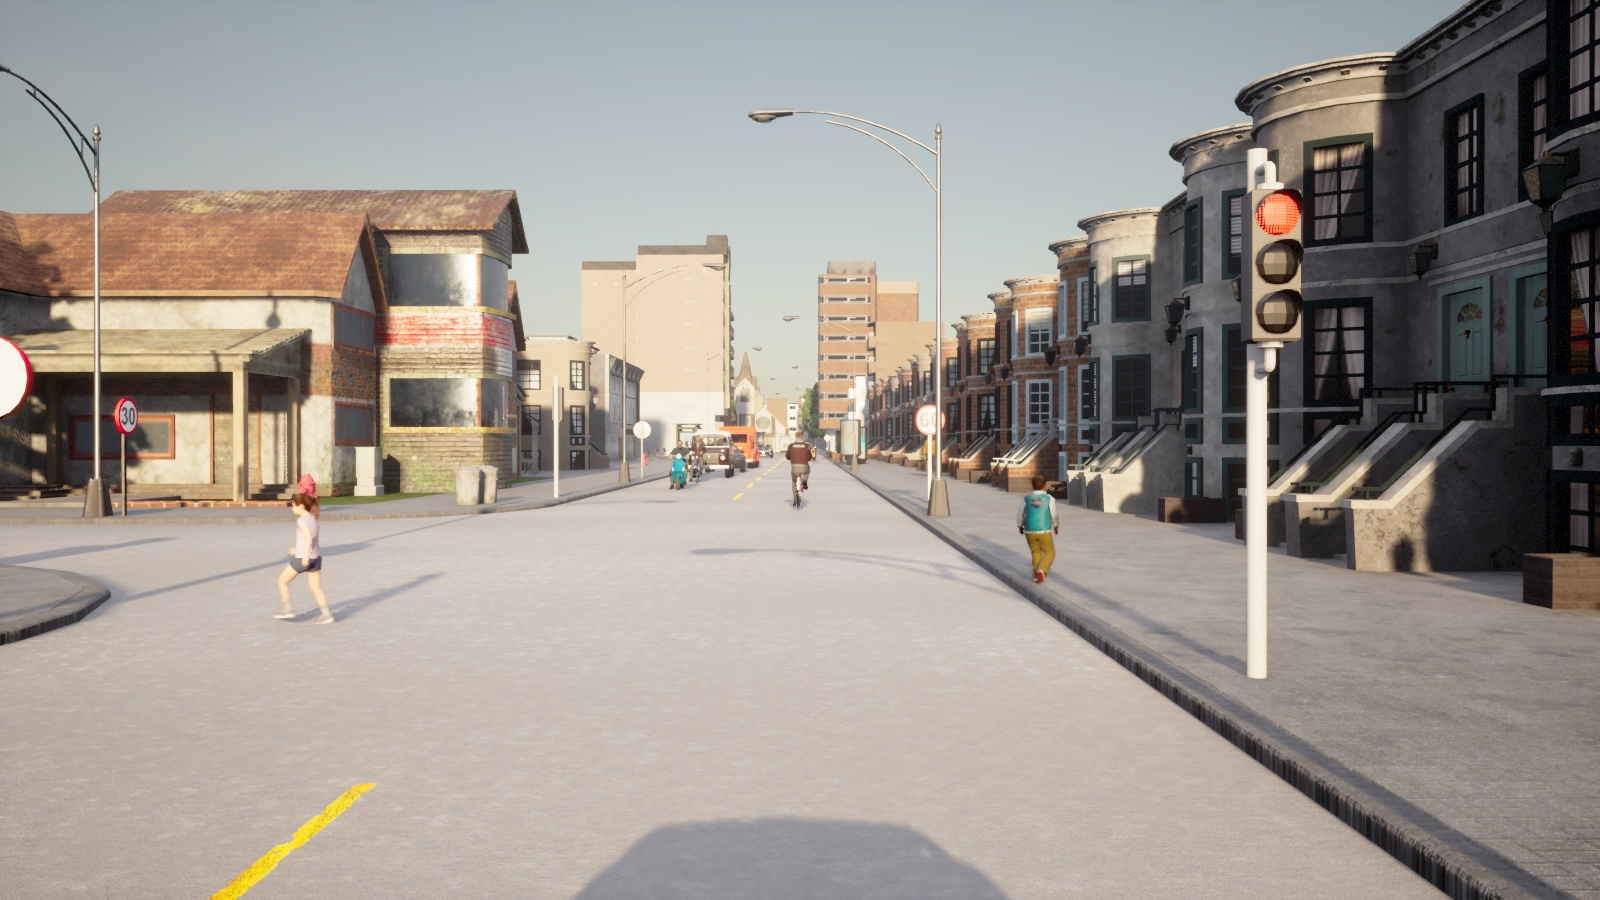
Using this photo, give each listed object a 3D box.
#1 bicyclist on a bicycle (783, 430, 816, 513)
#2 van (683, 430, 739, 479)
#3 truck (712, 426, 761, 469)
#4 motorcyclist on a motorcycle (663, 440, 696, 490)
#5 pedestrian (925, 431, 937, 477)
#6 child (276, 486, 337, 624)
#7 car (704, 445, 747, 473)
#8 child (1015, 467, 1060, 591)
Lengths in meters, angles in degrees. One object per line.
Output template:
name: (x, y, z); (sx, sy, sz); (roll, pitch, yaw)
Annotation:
bicyclist on a bicycle: (0.006, 0.458, 28.134); (0.659, 1.776, 1.843); (0, 1, 3)
van: (-3.807, 0.160, 54.387); (2.069, 2.038, 4.480); (0, 0, 0)
truck: (-3.732, -0.164, 74.557); (2.627, 2.467, 5.204); (0, 0, 0)
motorcyclist on a motorcycle: (-3.856, 0.469, 40.343); (0.866, 1.590, 1.817); (0, 0, 0)
pedestrian: (5.268, 0.173, 50.402); (0.431, 1.840, 0.709); (0, 0, 1)
child: (-4.077, 0.862, 10.388); (0.394, 1.110, 0.255); (0, 0, 8)
car: (-3.775, 0.444, 64.332); (1.994, 1.385, 4.181); (0, 0, 0)
child: (2.349, 0.768, 12.411); (0.343, 1.192, 0.448); (0, 0, 23)
